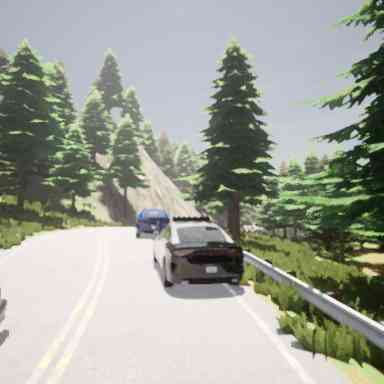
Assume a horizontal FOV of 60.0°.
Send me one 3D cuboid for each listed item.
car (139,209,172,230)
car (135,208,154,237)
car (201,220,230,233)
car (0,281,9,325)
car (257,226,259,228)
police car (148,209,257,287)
[{"bbox_3d":[-2.623,2.044,24.963,1.812,1.442,4.674,0,-4,1],"label":"car"},{"bbox_3d":[-2.274,1.709,19.373,1.882,1.535,5.008,1,-2,-8],"label":"car"},{"bbox_3d":[3.275,4.733,45.178,1.812,1.442,4.674,-4,-11,35],"label":"car"},{"bbox_3d":[-3.491,1.558,2.643,2.033,1.411,5.357,0,0,-5],"label":"car"},{"bbox_3d":[10.371,6.229,54.852,2.150,2.045,5.566,-4,-11,36],"label":"car"},{"bbox_3d":[-0.069,1.520,9.839,1.930,1.638,5.238,1,-1,-11],"label":"police car"}]
